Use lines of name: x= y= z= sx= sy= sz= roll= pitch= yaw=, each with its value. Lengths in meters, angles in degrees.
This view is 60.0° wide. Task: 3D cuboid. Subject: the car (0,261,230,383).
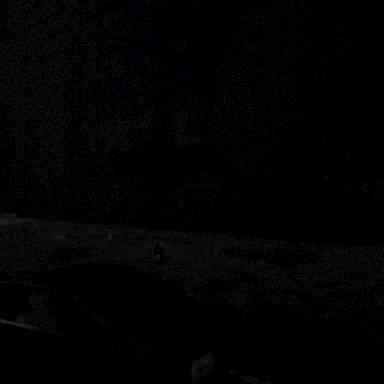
car: x=-1.604 y=1.566 z=4.109 sx=4.313 sy=1.339 sz=1.947 roll=0 pitch=0 yaw=36
